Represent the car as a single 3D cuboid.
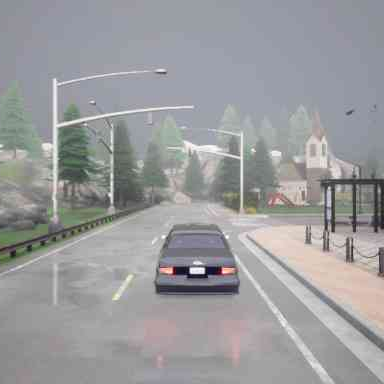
[{"bbox_3d":[0.098,1.547,8.849,2.033,1.411,5.357,0,0,0],"label":"car"}]
